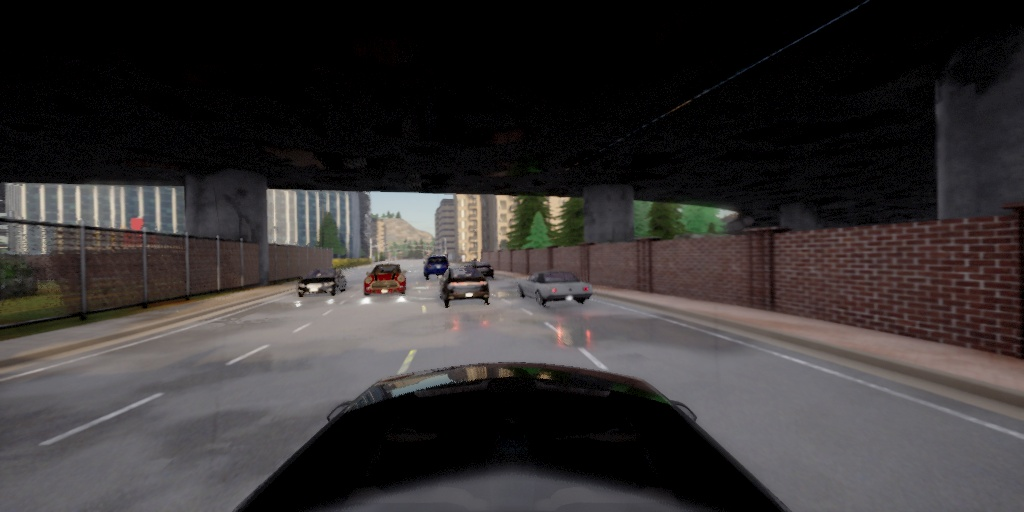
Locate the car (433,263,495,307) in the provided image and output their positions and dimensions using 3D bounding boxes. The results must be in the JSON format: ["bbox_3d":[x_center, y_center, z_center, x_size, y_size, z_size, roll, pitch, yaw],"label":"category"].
[{"bbox_3d":[-2.189,1.256,15.853,2.128,1.511,4.902,-1,0,-14],"label":"car"}]

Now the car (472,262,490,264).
[{"bbox_3d":[-2.842,1.230,31.448,2.128,1.511,4.902,-1,0,-16],"label":"car"}]

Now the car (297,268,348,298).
[{"bbox_3d":[-10.773,1.467,20.648,2.128,1.511,4.902,-1,0,-16],"label":"car"}]

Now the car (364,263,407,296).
[{"bbox_3d":[-7.078,1.210,20.380,2.097,1.767,4.553,-1,0,-16],"label":"car"}]

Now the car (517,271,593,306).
[{"bbox_3d":[1.596,1.282,15.353,1.895,1.301,4.718,-1,0,-14],"label":"car"}]

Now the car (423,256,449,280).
[{"bbox_3d":[-7.042,1.047,33.467,2.150,2.045,5.566,-1,0,-16],"label":"car"}]
